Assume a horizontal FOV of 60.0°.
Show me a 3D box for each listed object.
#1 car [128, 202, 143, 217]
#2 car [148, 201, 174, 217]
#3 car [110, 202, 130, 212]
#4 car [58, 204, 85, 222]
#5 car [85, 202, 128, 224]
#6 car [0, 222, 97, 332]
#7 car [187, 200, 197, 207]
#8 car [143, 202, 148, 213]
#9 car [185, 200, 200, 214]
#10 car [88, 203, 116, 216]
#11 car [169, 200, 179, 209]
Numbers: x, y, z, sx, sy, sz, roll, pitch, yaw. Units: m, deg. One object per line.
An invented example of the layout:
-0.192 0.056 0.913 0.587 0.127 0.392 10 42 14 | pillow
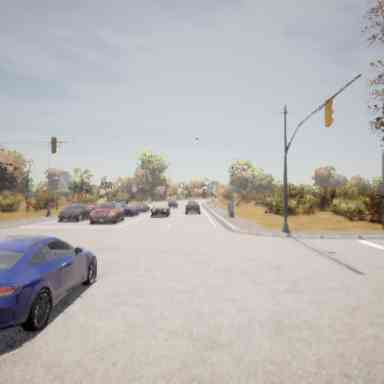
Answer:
-7.073 2.034 37.123 1.895 1.301 4.718 0 -1 1 | car
-3.410 2.033 37.097 1.895 1.301 4.718 0 -1 0 | car
-10.513 2.136 49.026 1.994 1.385 4.181 0 -1 0 | car
-10.595 1.860 30.400 1.837 1.490 4.892 0 -1 0 | car
-7.078 1.681 28.138 2.097 1.767 4.553 0 -1 -1 | car
-3.401 1.607 6.846 1.812 1.442 4.674 0 0 0 | car
0.024 2.368 69.963 1.994 1.385 4.181 0 -1 1 | car
-7.038 2.093 45.354 1.994 1.385 4.181 0 -1 0 | car
0.089 2.012 43.619 1.837 1.490 4.892 0 -1 0 | car
-10.540 2.022 39.280 1.994 1.385 4.181 0 -1 2 | car
-3.505 2.210 60.403 1.837 1.490 4.892 0 0 0 | car
